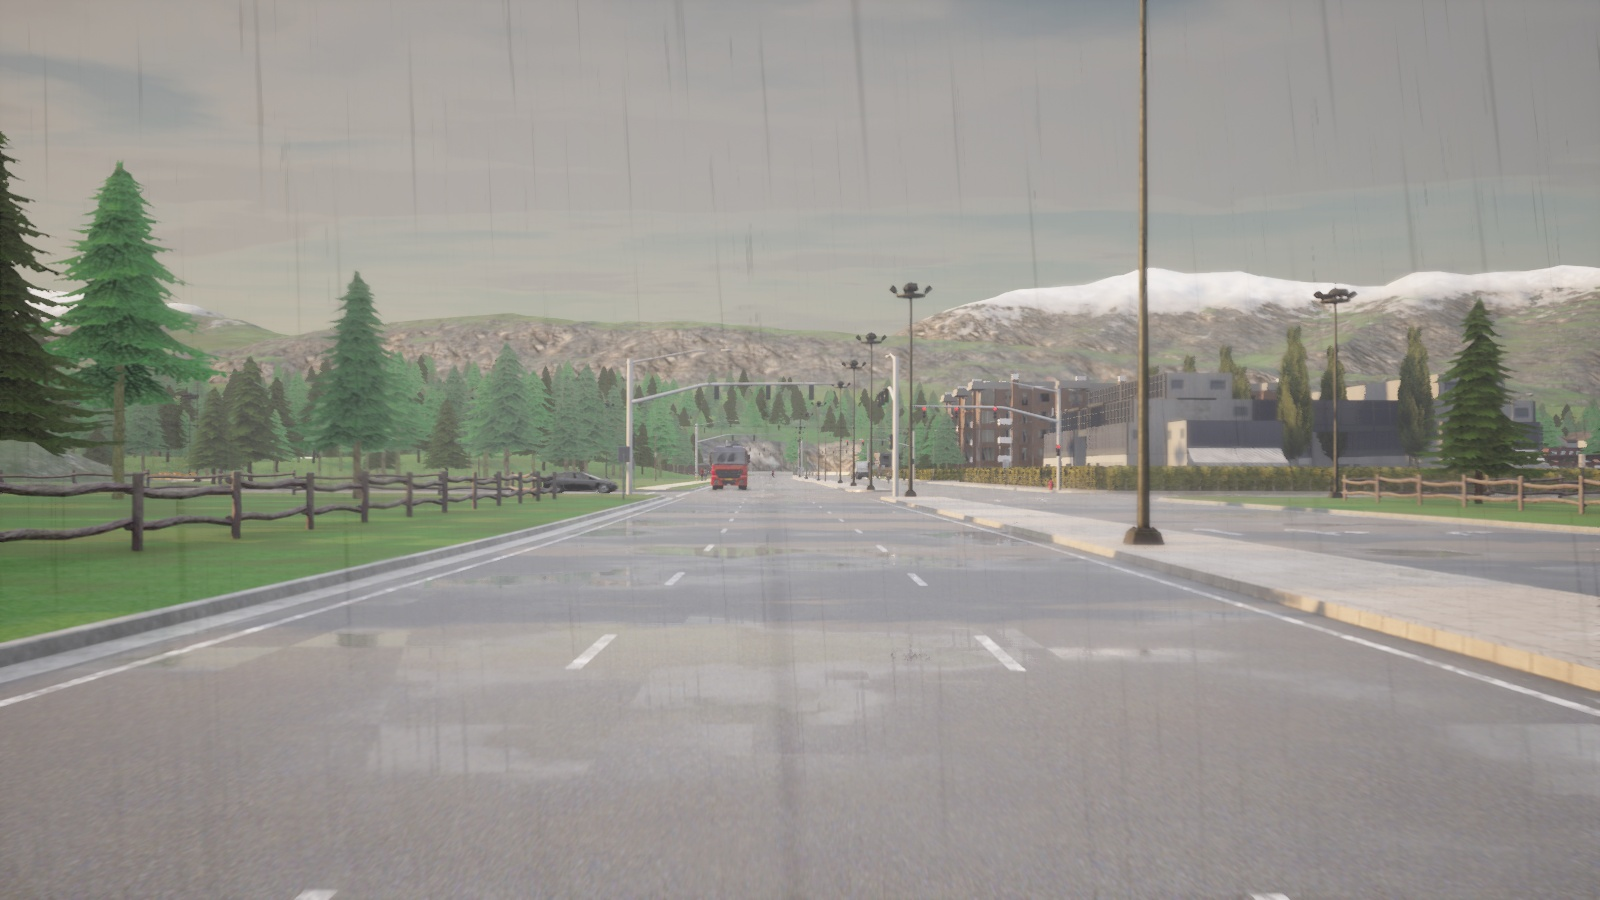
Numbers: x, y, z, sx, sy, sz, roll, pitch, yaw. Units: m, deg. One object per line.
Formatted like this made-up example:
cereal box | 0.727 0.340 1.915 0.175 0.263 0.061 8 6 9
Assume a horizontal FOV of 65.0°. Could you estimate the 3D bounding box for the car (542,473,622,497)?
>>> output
car | -14.056 2.228 81.077 4.792 1.488 2.163 0 -1 -1
